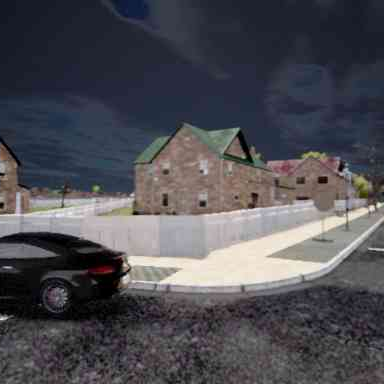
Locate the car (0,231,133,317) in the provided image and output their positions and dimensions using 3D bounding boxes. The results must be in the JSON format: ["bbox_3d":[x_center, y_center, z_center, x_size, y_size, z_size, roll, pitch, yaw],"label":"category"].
[{"bbox_3d":[-3.604,1.596,7.133,4.674,1.442,1.812,0,0,9],"label":"car"}]
